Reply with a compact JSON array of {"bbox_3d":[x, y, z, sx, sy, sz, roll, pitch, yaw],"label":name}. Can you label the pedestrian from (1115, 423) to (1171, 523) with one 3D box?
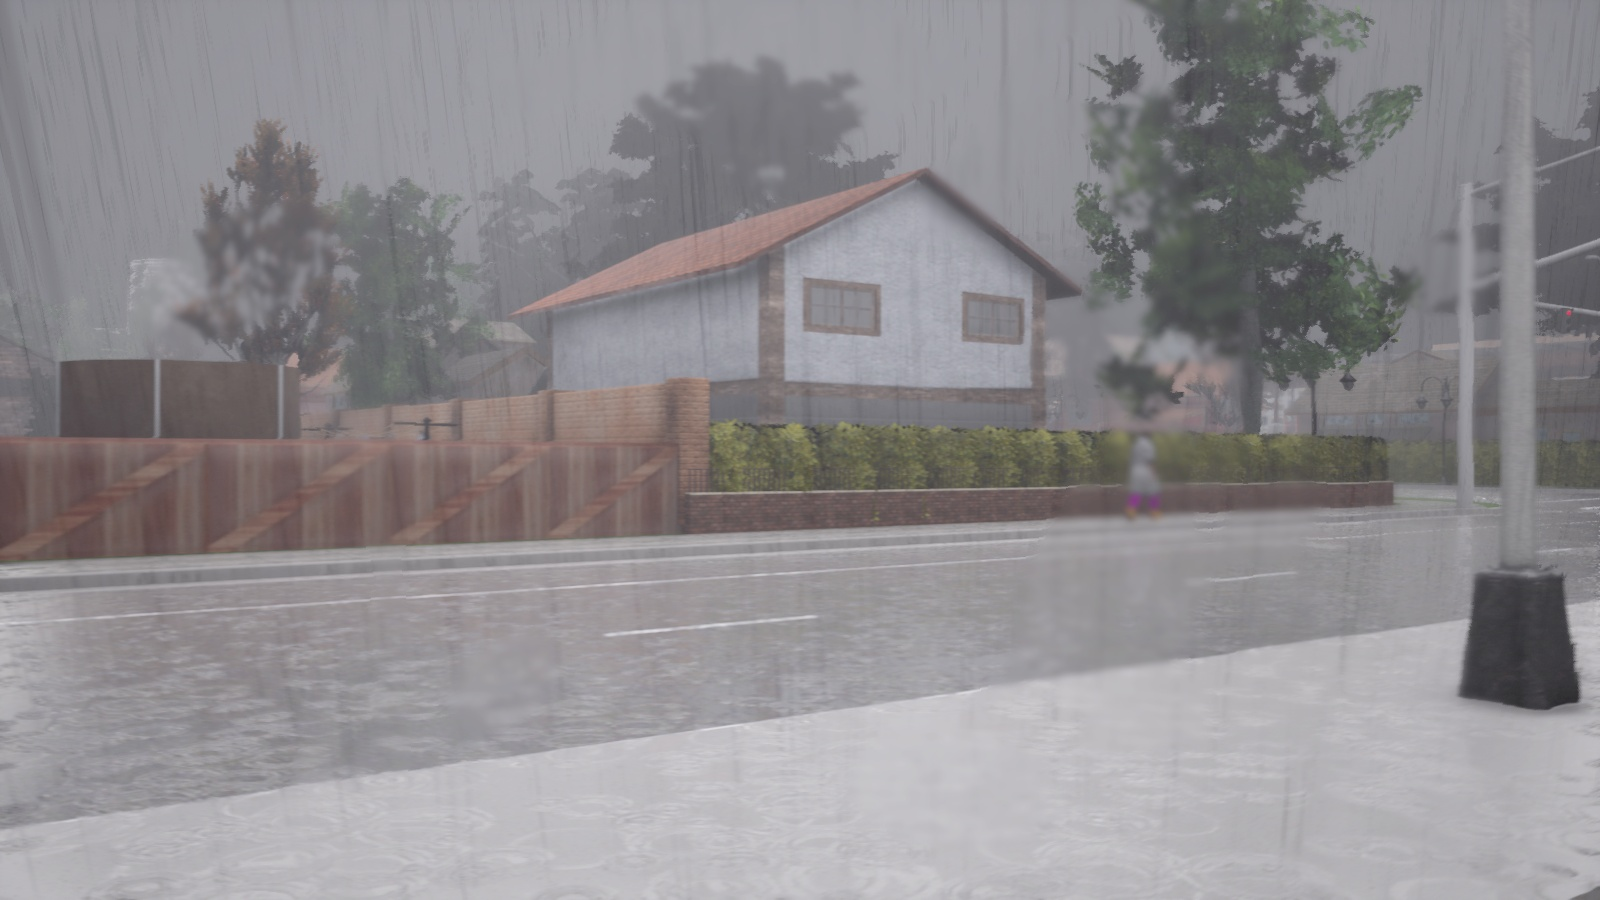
[{"bbox_3d":[6.832,0.447,25.016,0.873,1.952,0.659,0,0,-36],"label":"pedestrian"}]
